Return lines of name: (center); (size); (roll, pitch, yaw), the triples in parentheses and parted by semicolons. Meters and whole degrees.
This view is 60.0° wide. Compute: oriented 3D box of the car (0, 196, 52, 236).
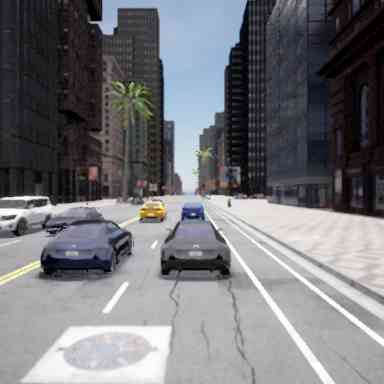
car: (-9.861, 1.271, 18.981); (2.150, 2.045, 5.566); (0, 0, 0)

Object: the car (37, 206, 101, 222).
car: (-6.609, 1.599, 19.362); (2.033, 1.411, 5.357); (0, 0, 0)

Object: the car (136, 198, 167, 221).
car: (-3.164, 1.553, 27.957); (1.882, 1.535, 5.008); (0, 0, 0)

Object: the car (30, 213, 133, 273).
car: (-3.155, 1.593, 10.757); (1.994, 1.385, 4.181); (0, 0, 0)

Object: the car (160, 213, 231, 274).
car: (0.094, 1.593, 10.727); (1.994, 1.385, 4.181); (0, 0, 0)

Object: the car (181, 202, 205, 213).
car: (0.086, 1.554, 27.955); (1.882, 1.535, 5.008); (0, 0, 0)

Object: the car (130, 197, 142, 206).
car: (-9.821, 1.680, 59.512); (1.837, 1.490, 4.892); (0, 0, 1)

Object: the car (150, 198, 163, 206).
car: (-6.554, 1.741, 61.586); (1.994, 1.385, 4.181); (0, 0, 0)
